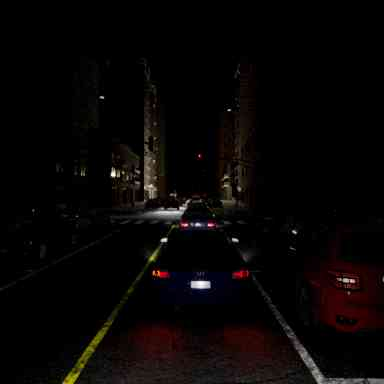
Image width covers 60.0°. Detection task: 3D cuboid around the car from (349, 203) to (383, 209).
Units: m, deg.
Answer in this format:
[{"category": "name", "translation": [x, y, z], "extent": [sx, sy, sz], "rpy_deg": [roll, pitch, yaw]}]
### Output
[{"category": "car", "translation": [16.063, 1.716, 31.898], "extent": [5.357, 1.411, 2.033], "rpy_deg": [0, -1, 1]}]

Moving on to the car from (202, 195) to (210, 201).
[{"category": "car", "translation": [3.849, 1.599, 90.257], "extent": [1.947, 1.339, 4.313], "rpy_deg": [1, 0, 1]}]

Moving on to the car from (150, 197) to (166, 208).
[{"category": "car", "translation": [-5.196, 1.557, 50.668], "extent": [1.887, 1.381, 4.507], "rpy_deg": [1, 0, 1]}]

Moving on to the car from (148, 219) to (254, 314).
[{"category": "car", "translation": [0.178, 1.566, 7.736], "extent": [1.994, 1.385, 4.181], "rpy_deg": [0, 0, 1]}]

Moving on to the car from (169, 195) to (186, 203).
[{"category": "car", "translation": [-2.411, 1.614, 52.631], "extent": [1.895, 1.301, 4.718], "rpy_deg": [0, 0, 1]}]

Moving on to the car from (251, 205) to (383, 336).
[{"category": "car", "translation": [2.756, 1.316, 6.609], "extent": [2.192, 1.841, 5.009], "rpy_deg": [1, 0, 1]}]

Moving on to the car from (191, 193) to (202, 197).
[{"category": "car", "translation": [1.103, 1.508, 84.820], "extent": [1.882, 1.535, 5.008], "rpy_deg": [0, 0, 1]}]

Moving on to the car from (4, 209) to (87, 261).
[{"category": "car", "translation": [-5.698, 1.547, 12.354], "extent": [1.887, 1.381, 4.507], "rpy_deg": [1, 0, 1]}]

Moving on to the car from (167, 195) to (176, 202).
[{"category": "car", "translation": [-4.823, 1.466, 79.030], "extent": [1.967, 1.590, 4.097], "rpy_deg": [1, 0, 1]}]

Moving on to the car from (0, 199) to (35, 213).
[{"category": "car", "translation": [-16.412, 1.342, 29.303], "extent": [4.902, 1.511, 2.128], "rpy_deg": [1, -1, 1]}]

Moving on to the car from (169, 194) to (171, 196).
[{"category": "car", "translation": [-4.973, 1.601, 67.685], "extent": [1.802, 1.307, 4.206], "rpy_deg": [1, 0, 1]}]

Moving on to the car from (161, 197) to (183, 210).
[{"category": "car", "translation": [-2.541, 1.611, 43.200], "extent": [1.895, 1.301, 4.718], "rpy_deg": [0, 0, 1]}]

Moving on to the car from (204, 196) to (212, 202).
[{"category": "car", "translation": [3.700, 1.608, 78.912], "extent": [1.802, 1.307, 4.206], "rpy_deg": [1, 0, 1]}]

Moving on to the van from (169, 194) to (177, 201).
[{"category": "van", "translation": [-4.748, 1.371, 84.702], "extent": [1.690, 1.788, 3.998], "rpy_deg": [1, 0, 1]}]

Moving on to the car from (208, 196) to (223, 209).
[{"category": "car", "translation": [3.255, 1.593, 44.874], "extent": [1.802, 1.307, 4.206], "rpy_deg": [1, 0, 1]}]

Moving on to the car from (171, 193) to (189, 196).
[{"category": "car", "translation": [-2.256, 1.369, 62.272], "extent": [2.097, 1.767, 4.553], "rpy_deg": [0, 0, 1]}]

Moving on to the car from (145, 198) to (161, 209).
[{"category": "car", "translation": [-5.270, 1.555, 44.995], "extent": [1.887, 1.381, 4.507], "rpy_deg": [1, 0, 1]}]

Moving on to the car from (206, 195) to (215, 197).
[{"category": "car", "translation": [3.329, 1.594, 50.547], "extent": [1.802, 1.307, 4.206], "rpy_deg": [1, 0, 1]}]

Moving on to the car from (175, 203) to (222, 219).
[{"category": "car", "translation": [0.276, 1.552, 17.799], "extent": [2.033, 1.411, 5.357], "rpy_deg": [0, 0, 0]}]

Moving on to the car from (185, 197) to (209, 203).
[{"category": "car", "translation": [0.539, 1.608, 40.309], "extent": [1.895, 1.301, 4.718], "rpy_deg": [0, 0, -4]}]

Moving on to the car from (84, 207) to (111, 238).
[{"category": "car", "translation": [-5.626, 1.529, 17.808], "extent": [1.752, 1.417, 4.829], "rpy_deg": [1, 0, 1]}]

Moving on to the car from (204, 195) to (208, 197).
[{"category": "car", "translation": [3.403, 1.597, 56.220], "extent": [1.802, 1.307, 4.206], "rpy_deg": [1, 0, 1]}]

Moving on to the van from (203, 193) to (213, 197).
[{"category": "van", "translation": [3.480, 1.358, 61.894], "extent": [1.690, 1.788, 3.998], "rpy_deg": [1, 0, 1]}]

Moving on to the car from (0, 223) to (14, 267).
[{"category": "car", "translation": [-5.773, 1.526, 6.560], "extent": [1.752, 1.417, 4.829], "rpy_deg": [1, 0, 1]}]

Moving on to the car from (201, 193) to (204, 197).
[{"category": "car", "translation": [3.554, 1.335, 67.566], "extent": [2.192, 1.841, 5.009], "rpy_deg": [1, 0, 1]}]
